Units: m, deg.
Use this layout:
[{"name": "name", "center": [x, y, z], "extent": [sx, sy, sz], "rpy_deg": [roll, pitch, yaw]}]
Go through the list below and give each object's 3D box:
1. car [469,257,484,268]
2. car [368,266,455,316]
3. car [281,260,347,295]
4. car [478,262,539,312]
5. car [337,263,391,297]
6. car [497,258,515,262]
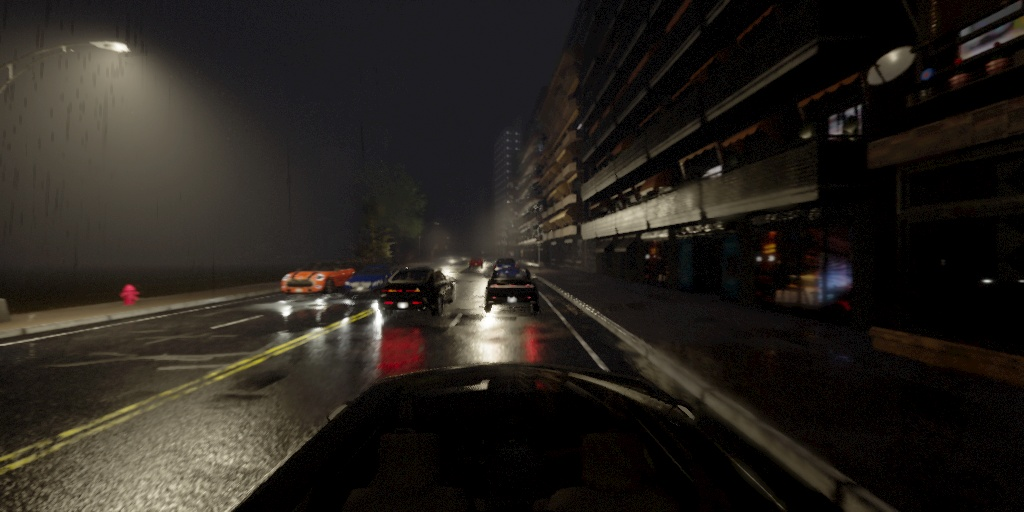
[{"name": "car", "center": [-4.976, 0.916, 50.560], "extent": [1.882, 1.535, 5.008], "rpy_deg": [0, 0, -4]}, {"name": "car", "center": [-3.261, 1.188, 12.979], "extent": [1.837, 1.490, 4.892], "rpy_deg": [0, 0, -1]}, {"name": "car", "center": [-10.103, 1.019, 19.145], "extent": [2.097, 1.767, 4.553], "rpy_deg": [0, 0, -2]}, {"name": "car", "center": [-0.035, 1.160, 13.727], "extent": [2.128, 1.511, 4.902], "rpy_deg": [0, 1, -1]}, {"name": "car", "center": [-6.828, 1.186, 18.292], "extent": [1.812, 1.442, 4.674], "rpy_deg": [0, 0, -1]}, {"name": "car", "center": [-0.543, 0.908, 30.182], "extent": [2.097, 1.767, 4.553], "rpy_deg": [0, 0, -2]}]
